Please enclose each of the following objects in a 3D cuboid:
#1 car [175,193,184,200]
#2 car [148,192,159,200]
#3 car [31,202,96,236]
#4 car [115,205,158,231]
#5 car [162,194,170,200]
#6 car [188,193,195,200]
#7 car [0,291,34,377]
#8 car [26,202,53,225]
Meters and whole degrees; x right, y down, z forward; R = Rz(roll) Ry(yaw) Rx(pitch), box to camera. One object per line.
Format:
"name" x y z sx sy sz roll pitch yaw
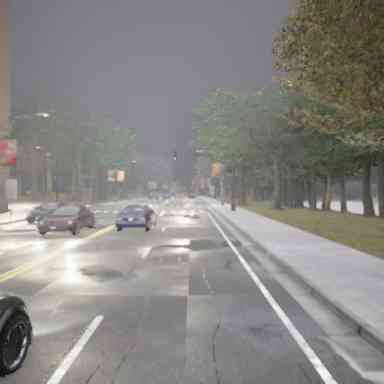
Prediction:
"car" -3.351 1.066 85.370 2.097 1.767 4.553 0 0 0
"car" -9.851 0.988 85.591 2.150 2.045 5.566 0 0 0
"car" -6.614 1.445 18.142 1.812 1.442 4.674 0 0 0
"car" -3.173 1.456 19.739 2.033 1.411 5.357 0 0 0
"car" -6.601 1.299 85.624 2.033 1.411 5.357 0 0 0
"car" -0.100 1.167 84.988 1.882 1.535 5.008 0 0 0
"car" -3.152 1.554 2.868 1.994 1.385 4.181 0 0 0
"car" -9.854 1.424 23.552 1.812 1.442 4.674 0 0 0
